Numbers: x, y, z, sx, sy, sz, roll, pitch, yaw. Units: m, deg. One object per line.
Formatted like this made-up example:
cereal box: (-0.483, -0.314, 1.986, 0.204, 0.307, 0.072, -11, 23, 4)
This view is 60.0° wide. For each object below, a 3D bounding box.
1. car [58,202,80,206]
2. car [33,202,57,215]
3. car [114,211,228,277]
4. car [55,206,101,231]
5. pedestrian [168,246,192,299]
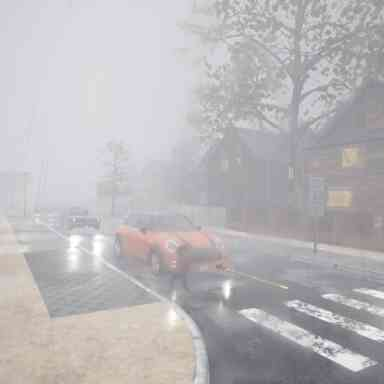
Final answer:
car: (-14.235, 1.972, 39.369, 1.812, 1.442, 4.674, 2, -2, -30)
car: (-17.936, 1.913, 40.099, 1.812, 1.442, 4.674, 2, -2, -30)
car: (-0.847, 1.451, 10.711, 2.097, 1.767, 4.553, 2, -1, -32)
car: (-7.521, 1.804, 22.133, 1.895, 1.301, 4.718, 2, -1, -31)
pedestrian: (-0.193, 1.333, 7.179, 0.375, 1.860, 0.375, 1, -1, -30)
